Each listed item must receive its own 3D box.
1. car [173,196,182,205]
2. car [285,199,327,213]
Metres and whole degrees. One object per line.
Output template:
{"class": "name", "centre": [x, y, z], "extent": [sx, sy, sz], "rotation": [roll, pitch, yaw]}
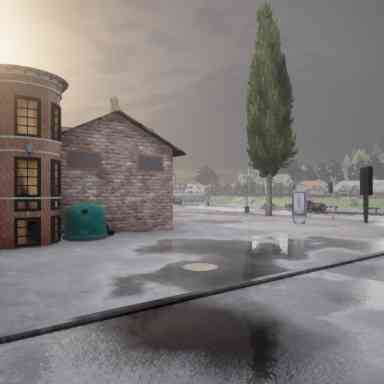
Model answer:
{"class": "car", "centre": [-3.650, 1.491, 58.999], "extent": [2.128, 1.511, 4.902], "rotation": [0, 0, -36]}
{"class": "car", "centre": [12.400, 1.525, 36.516], "extent": [1.812, 1.442, 4.674], "rotation": [0, 0, -35]}
